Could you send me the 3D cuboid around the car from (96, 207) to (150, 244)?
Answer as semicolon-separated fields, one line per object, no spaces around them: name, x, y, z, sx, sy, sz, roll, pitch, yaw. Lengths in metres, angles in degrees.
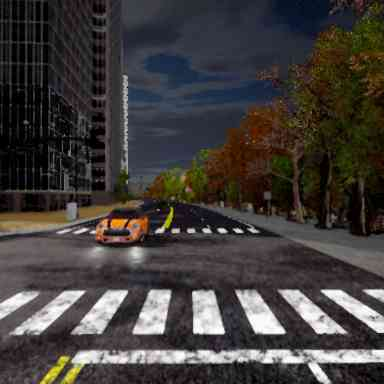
car;-3.438;1.585;17.172;2.097;1.767;4.553;0;-1;-1

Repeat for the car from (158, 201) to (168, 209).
car;-5.342;2.339;61.414;1.882;1.535;5.008;0;-1;-4
